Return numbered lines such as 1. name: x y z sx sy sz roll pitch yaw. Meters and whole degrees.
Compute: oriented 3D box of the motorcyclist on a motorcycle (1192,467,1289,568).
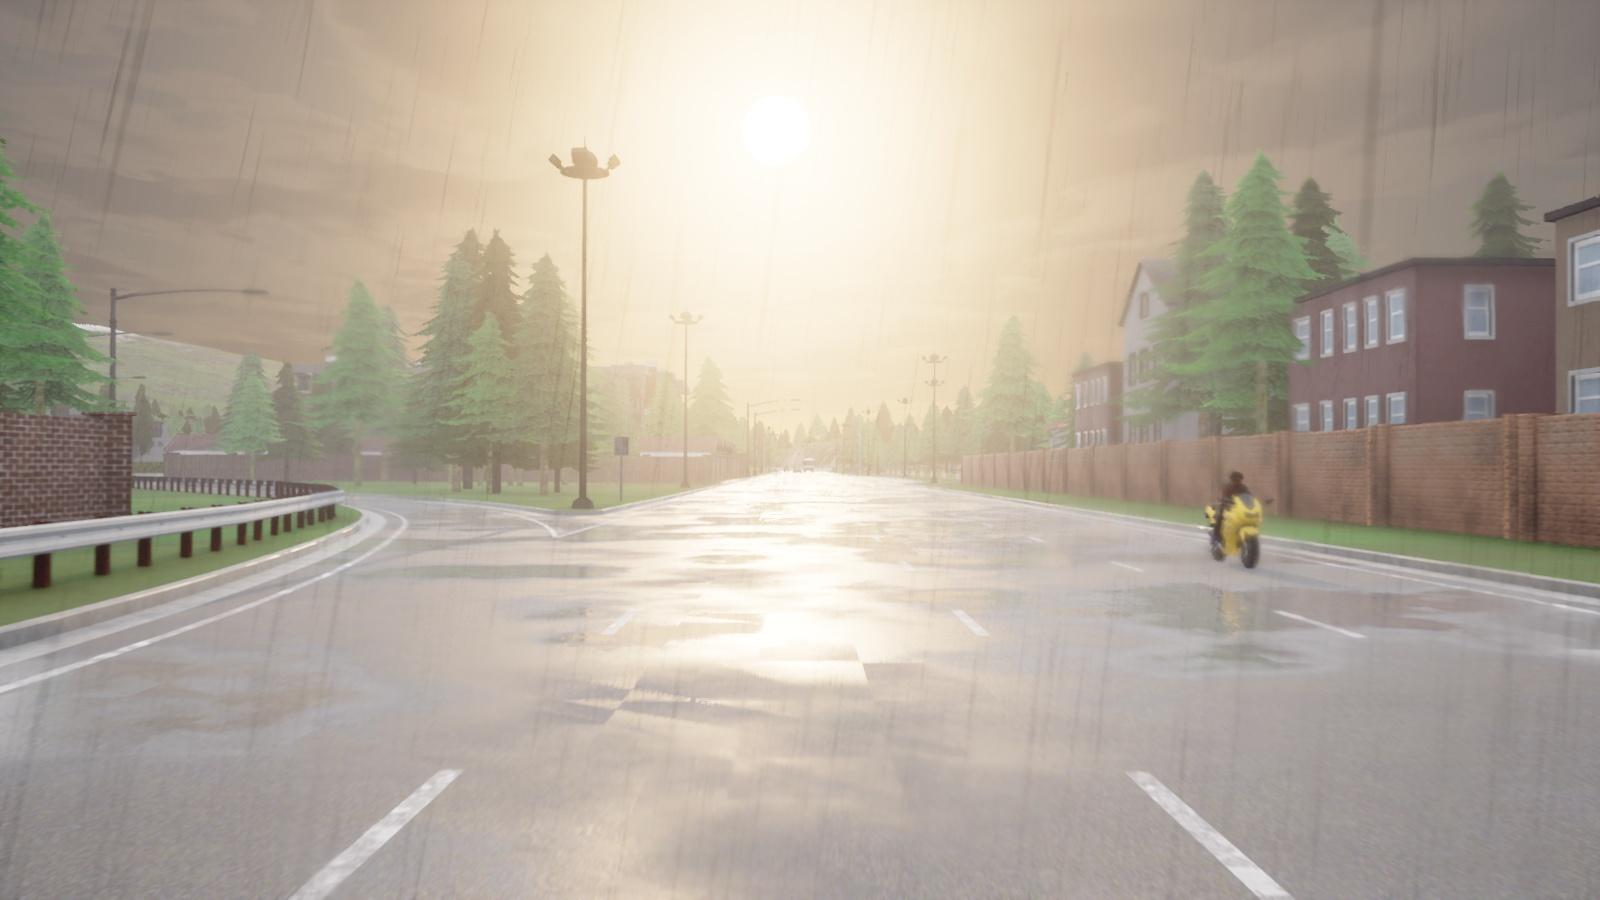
1. motorcyclist on a motorcycle: 6.952 1.032 19.928 0.797 1.523 2.044 0 -1 0
